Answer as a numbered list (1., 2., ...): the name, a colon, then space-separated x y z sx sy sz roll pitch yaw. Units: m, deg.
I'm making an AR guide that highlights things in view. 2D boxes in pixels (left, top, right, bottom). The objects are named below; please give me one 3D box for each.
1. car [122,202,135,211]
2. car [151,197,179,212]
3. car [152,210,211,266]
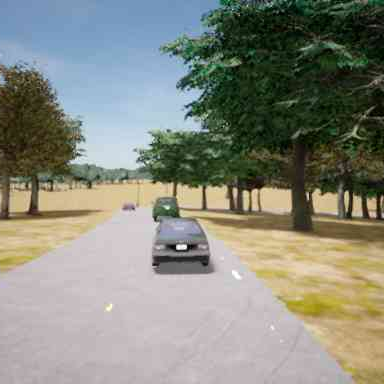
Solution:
1. car: -10.282 2.345 54.226 1.994 1.385 4.181 0 -2 -11
2. car: -2.397 1.433 29.509 2.150 2.045 5.566 0 0 -8
3. car: -0.441 1.607 11.853 2.033 1.411 5.357 0 0 -3
